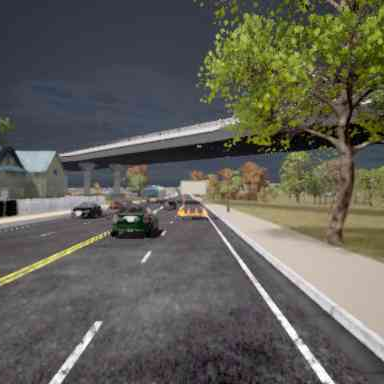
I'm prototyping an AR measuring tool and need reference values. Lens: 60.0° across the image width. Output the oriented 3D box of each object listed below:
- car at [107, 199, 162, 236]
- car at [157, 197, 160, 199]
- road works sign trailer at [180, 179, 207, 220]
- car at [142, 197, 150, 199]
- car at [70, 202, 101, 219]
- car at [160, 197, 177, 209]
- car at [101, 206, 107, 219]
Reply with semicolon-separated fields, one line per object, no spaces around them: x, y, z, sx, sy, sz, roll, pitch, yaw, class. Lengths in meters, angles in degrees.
-3.157;1.473;19.211;2.097;1.767;4.553;0;0;0;car
-6.762;1.810;71.370;2.033;1.411;5.357;0;0;-1;car
0.123;0.655;29.838;2.380;3.560;2.880;0;0;-3;road works sign trailer
-10.015;1.764;71.752;2.128;1.511;4.902;0;0;-1;car
-9.854;1.692;31.363;2.128;1.511;4.902;0;0;0;car
-3.248;1.825;50.820;2.128;1.511;4.902;0;0;0;car
-6.604;1.549;31.039;2.097;1.767;4.553;0;0;0;car
